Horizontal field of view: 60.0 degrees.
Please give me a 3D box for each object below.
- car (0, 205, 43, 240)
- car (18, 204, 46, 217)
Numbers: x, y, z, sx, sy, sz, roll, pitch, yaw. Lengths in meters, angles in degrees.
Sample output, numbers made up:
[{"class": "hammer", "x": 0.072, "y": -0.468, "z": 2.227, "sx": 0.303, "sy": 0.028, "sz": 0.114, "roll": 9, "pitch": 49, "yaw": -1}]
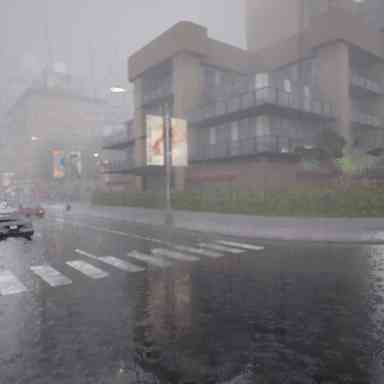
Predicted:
[{"class": "car", "x": -9.217, "y": 1.585, "z": 16.348, "sx": 2.033, "sy": 1.411, "sz": 5.357, "roll": -1, "pitch": 1, "yaw": -38}, {"class": "car", "x": -14.057, "y": 1.633, "z": 28.389, "sx": 1.895, "sy": 1.301, "sz": 4.718, "roll": -1, "pitch": 1, "yaw": -37}]
